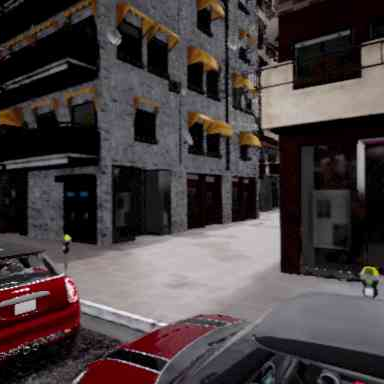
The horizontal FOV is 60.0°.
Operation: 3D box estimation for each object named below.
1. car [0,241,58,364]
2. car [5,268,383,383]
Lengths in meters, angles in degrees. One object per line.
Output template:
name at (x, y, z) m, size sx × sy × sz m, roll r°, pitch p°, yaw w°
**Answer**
car at (-3.697, 1.511, 5.357) m, size 4.097 × 1.590 × 1.967 m, roll -1°, pitch 0°, yaw 35°
car at (0.857, 1.445, 2.108) m, size 4.097 × 1.590 × 1.967 m, roll -1°, pitch 0°, yaw 35°
